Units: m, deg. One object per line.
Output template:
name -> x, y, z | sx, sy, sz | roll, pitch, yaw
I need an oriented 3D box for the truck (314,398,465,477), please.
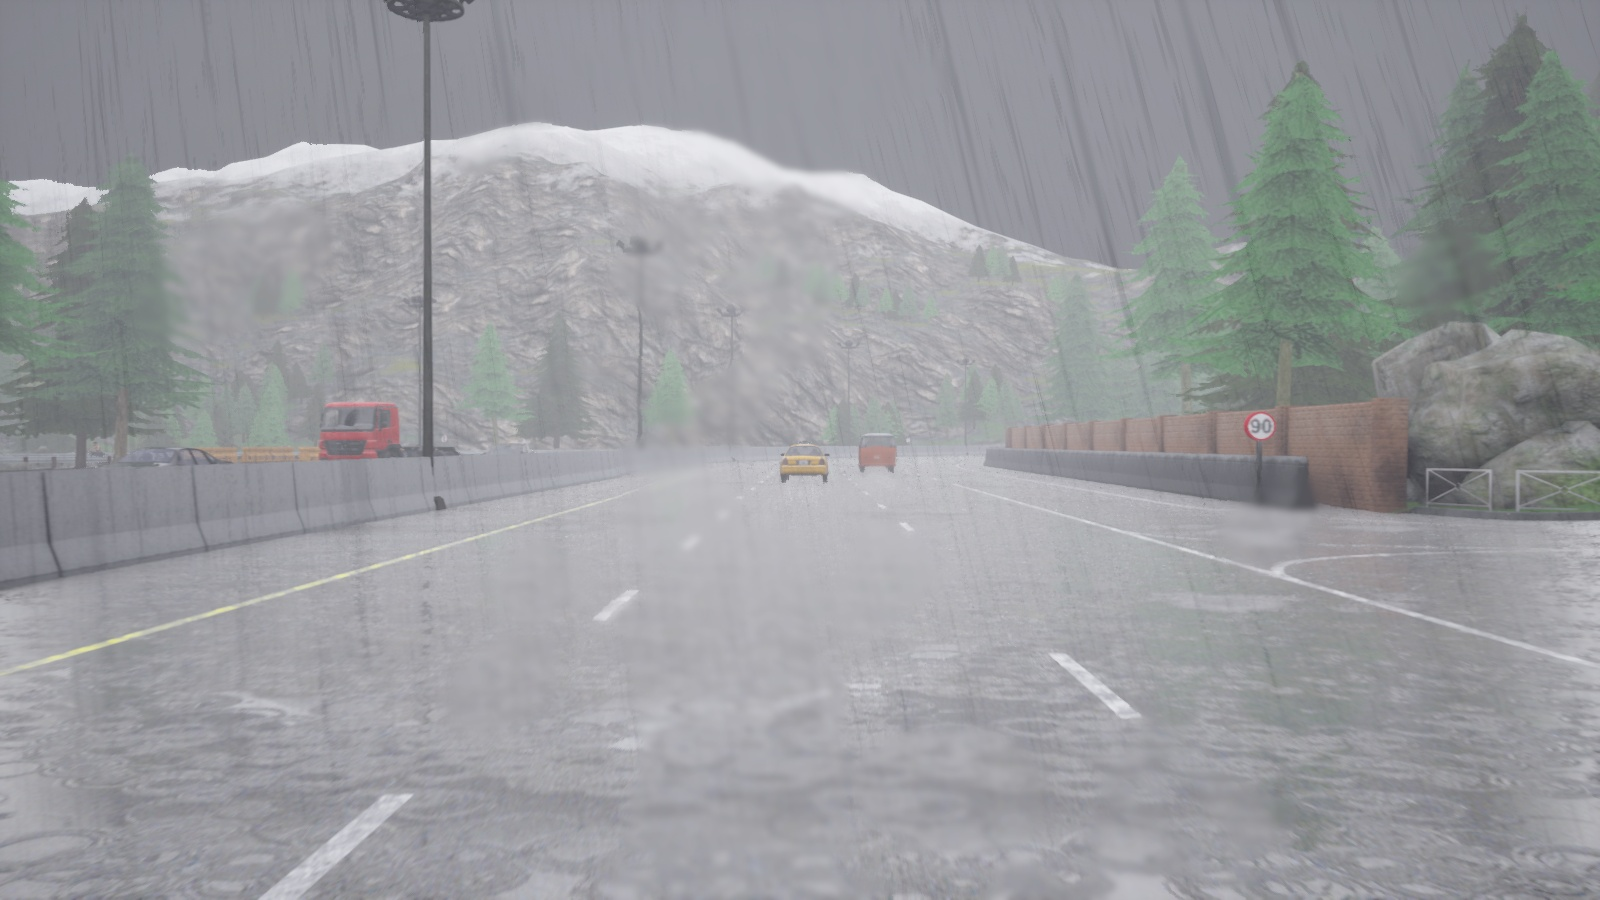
truck -> -19.104, -0.583, 59.034 | 2.891, 3.462, 7.936 | 0, 0, 15

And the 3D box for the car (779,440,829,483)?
car -> 0.197, 0.409, 49.070 | 1.801, 1.575, 5.366 | 0, 0, 2

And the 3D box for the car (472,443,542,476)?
car -> -13.652, 0.404, 58.780 | 2.163, 1.488, 4.792 | 0, 0, 0

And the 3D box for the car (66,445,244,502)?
car -> -17.300, 0.588, 34.049 | 2.033, 1.411, 5.357 | 0, 0, 0

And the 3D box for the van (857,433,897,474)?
van -> 3.884, 0.144, 63.761 | 1.775, 1.987, 4.442 | 0, 0, 0
